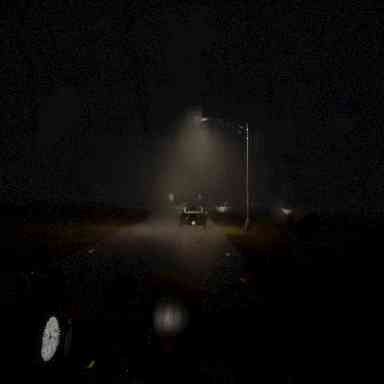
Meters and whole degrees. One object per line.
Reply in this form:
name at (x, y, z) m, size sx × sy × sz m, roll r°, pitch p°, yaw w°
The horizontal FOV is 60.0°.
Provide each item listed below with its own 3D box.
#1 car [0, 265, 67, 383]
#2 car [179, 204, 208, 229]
car at (-2.830, 1.514, 3.021) m, size 1.882 × 1.535 × 5.008 m, roll 0°, pitch -1°, yaw 0°
car at (0.098, 1.821, 24.098) m, size 1.837 × 1.490 × 4.892 m, roll 0°, pitch -1°, yaw 0°
